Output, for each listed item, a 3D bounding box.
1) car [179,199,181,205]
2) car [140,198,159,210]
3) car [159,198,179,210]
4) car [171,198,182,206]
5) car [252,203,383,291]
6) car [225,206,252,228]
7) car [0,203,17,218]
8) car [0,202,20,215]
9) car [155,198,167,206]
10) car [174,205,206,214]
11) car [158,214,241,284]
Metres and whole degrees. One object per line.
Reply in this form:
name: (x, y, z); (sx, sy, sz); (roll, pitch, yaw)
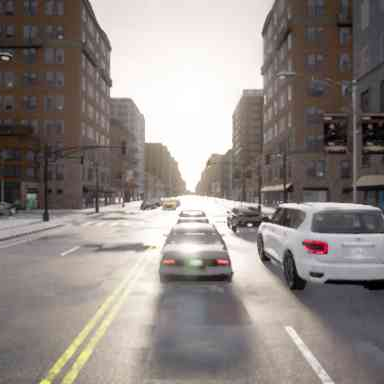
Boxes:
car: (-3.319, 2.001, 58.730); (1.994, 1.385, 4.181); (0, 0, 0)
car: (-6.584, 1.878, 50.014); (1.837, 1.490, 4.892); (0, 0, 0)
car: (-3.335, 1.850, 49.778); (1.882, 1.535, 5.008); (0, 0, 0)
car: (-3.235, 2.054, 69.280); (2.033, 1.411, 5.357); (0, 0, 0)
car: (3.353, 1.296, 9.360); (2.150, 2.045, 5.566); (0, 0, 0)
car: (3.367, 1.670, 21.762); (1.837, 1.490, 4.892); (0, 0, 0)
car: (-19.705, 1.727, 32.144); (4.902, 1.511, 2.128); (0, -1, 0)
car: (-22.115, 1.863, 37.643); (4.313, 1.339, 1.947); (0, -1, 0)
car: (-6.485, 2.040, 69.612); (2.128, 1.511, 4.902); (0, 0, 0)
car: (-0.017, 1.763, 21.453); (1.895, 1.301, 4.718); (0, 0, -2)
car: (0.077, 1.620, 9.805); (2.033, 1.411, 5.357); (0, 0, 0)
